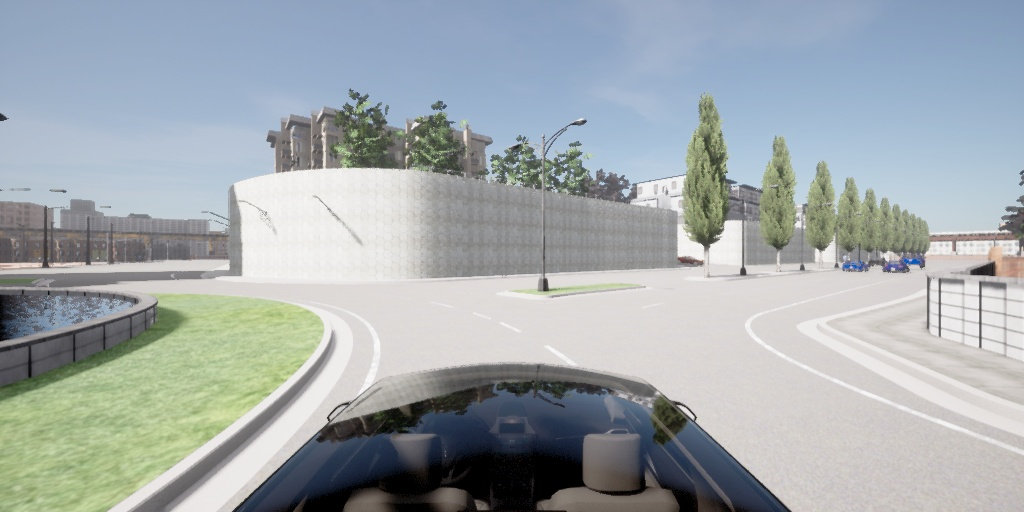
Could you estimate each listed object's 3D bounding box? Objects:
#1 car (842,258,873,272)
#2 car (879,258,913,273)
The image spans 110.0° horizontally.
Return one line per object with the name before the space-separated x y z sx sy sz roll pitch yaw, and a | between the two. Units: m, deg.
car | 43.428 1.243 45.295 5.008 1.535 1.882 0 0 -37
car | 45.532 1.292 42.498 4.674 1.442 1.812 0 0 -37
